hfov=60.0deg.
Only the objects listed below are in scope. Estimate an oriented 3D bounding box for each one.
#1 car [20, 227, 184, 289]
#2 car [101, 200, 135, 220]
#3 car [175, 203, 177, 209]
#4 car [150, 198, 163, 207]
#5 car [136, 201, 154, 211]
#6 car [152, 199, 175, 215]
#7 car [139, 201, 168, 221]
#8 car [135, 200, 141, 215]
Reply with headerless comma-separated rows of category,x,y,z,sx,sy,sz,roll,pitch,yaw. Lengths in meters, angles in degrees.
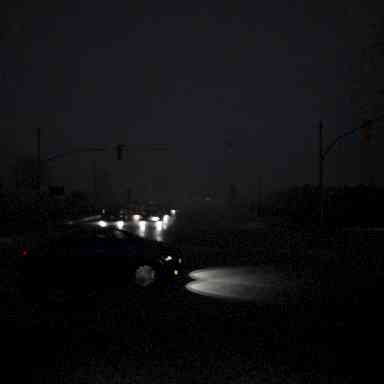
car,-2.323,1.669,9.049,4.181,1.385,1.994,0,-1,3
car,-7.106,1.712,31.744,2.097,1.767,4.553,0,-1,0
car,-3.572,2.116,53.973,1.837,1.490,4.892,0,-1,0
car,-7.030,2.096,65.820,2.097,1.767,4.553,0,-1,0
car,-7.090,2.136,50.506,1.994,1.385,4.181,0,-1,0
car,-3.607,1.955,40.903,2.128,1.511,4.902,0,-1,0
car,-3.599,1.886,31.750,1.812,1.442,4.674,0,-1,-1
car,-7.107,1.813,40.671,2.097,1.767,4.553,0,-1,0
